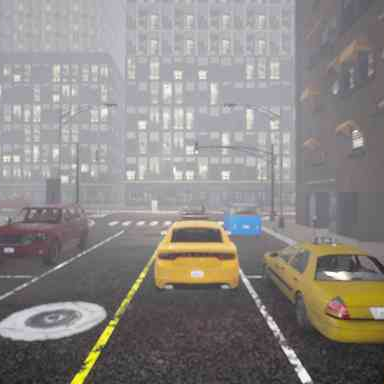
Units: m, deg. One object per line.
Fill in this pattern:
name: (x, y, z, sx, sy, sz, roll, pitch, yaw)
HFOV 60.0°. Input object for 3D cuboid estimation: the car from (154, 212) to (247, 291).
car: (0.114, 1.531, 9.189, 1.882, 1.535, 5.008, 0, -1, 0)

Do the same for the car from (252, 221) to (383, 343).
car: (2.578, 1.564, 6.662, 1.752, 1.417, 4.829, 0, 0, 0)

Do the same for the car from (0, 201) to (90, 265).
car: (-5.293, 1.386, 12.146, 2.192, 1.841, 5.009, 0, 0, 0)

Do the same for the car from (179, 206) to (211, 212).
car: (0.176, 1.619, 21.647, 2.128, 1.511, 4.902, 0, 0, 2)

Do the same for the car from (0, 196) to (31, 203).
car: (-20.816, 1.321, 37.787, 5.009, 1.841, 2.192, 1, -1, 0)

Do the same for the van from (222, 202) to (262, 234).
van: (2.596, 1.445, 17.774, 1.690, 1.788, 3.998, 0, 0, 0)

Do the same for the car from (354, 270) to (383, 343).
car: (2.569, 1.532, 1.022, 1.752, 1.417, 4.829, 0, 0, 0)
